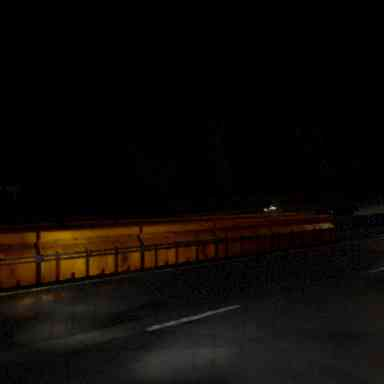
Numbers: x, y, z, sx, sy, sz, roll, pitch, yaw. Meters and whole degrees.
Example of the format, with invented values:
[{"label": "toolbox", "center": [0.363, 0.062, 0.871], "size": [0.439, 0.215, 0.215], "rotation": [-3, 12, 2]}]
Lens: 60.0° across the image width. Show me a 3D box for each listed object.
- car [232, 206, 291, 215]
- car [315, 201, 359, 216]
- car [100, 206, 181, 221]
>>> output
[{"label": "car", "center": [5.227, 1.730, 24.816], "size": [5.357, 1.411, 2.033], "rotation": [1, 0, -36]}, {"label": "car", "center": [13.405, 1.618, 30.718], "size": [5.008, 1.535, 1.882], "rotation": [-2, 1, -36]}, {"label": "car", "center": [-2.861, 1.590, 19.105], "size": [4.892, 1.490, 1.837], "rotation": [1, 0, -35]}]
